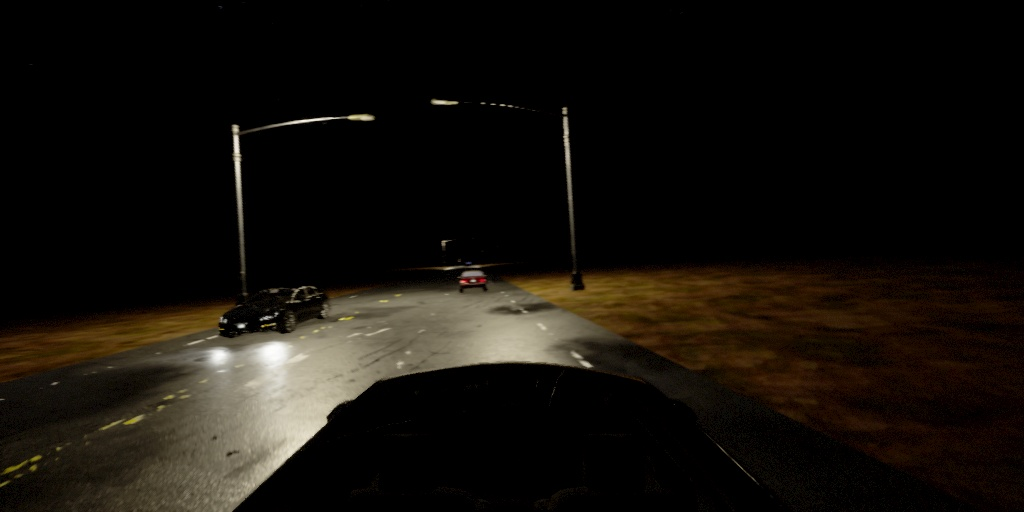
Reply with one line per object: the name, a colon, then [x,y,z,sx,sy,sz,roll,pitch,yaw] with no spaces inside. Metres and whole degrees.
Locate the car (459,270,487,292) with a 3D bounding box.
car: [-2.815,1.709,25.617,2.033,1.411,5.357,-3,-1,-7]

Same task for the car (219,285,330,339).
car: [-8.307,1.871,13.021,1.837,1.490,4.892,-4,-1,-7]
